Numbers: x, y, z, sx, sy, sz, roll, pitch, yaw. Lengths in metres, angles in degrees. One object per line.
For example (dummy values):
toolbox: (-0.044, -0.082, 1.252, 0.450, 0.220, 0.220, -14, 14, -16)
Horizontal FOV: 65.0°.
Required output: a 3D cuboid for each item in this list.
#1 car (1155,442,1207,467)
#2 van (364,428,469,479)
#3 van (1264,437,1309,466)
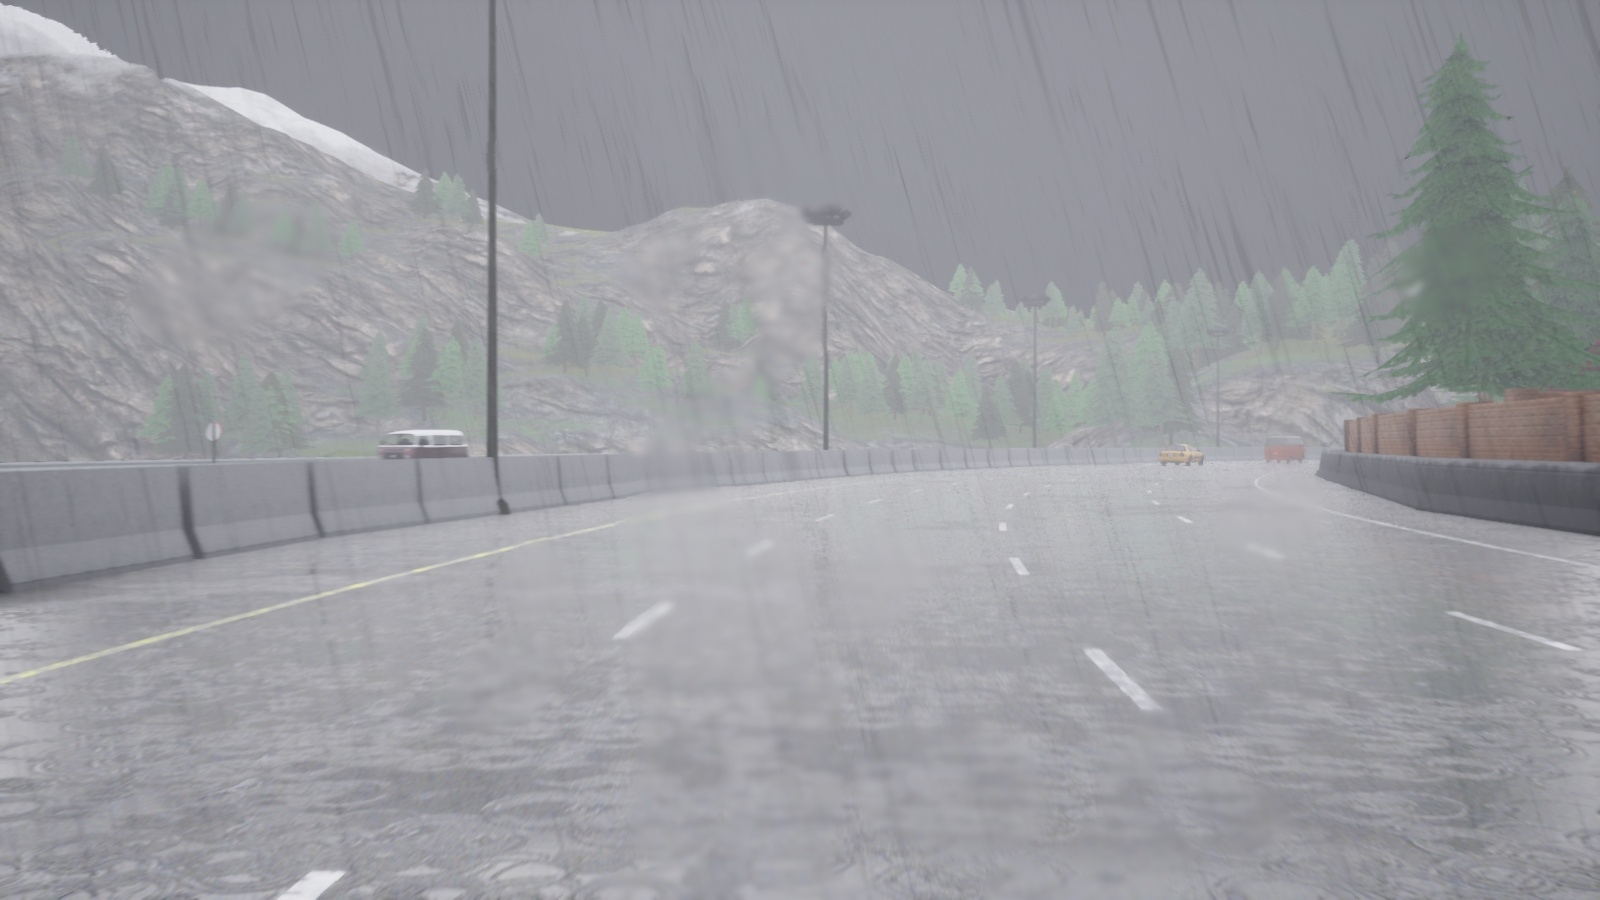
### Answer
car: (25.033, 0.305, 82.313, 1.801, 1.575, 5.366, 1, 0, 33)
van: (-16.038, 0.124, 52.771, 2.069, 2.038, 4.480, 0, 0, 18)
van: (34.871, 0.107, 89.994, 1.775, 1.987, 4.442, 0, 0, 38)
